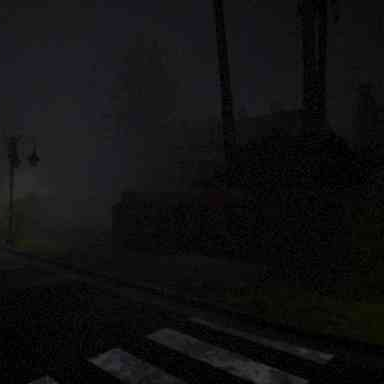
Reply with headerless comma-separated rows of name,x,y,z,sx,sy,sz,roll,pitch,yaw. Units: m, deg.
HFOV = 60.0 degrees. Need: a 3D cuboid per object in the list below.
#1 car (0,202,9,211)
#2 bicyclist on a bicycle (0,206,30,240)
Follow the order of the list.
car,-26.948,2.066,47.070,1.895,1.301,4.718,0,-1,7
bicyclist on a bicycle,-8.570,1.473,15.844,0.582,1.620,1.656,0,-1,41
